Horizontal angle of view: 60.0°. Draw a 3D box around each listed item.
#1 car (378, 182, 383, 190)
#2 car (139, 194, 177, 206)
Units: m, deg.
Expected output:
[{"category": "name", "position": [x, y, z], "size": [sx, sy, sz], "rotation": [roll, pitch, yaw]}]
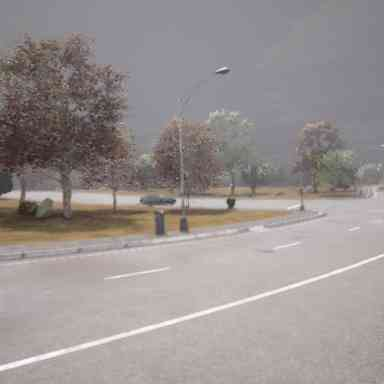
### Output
[{"category": "car", "position": [41.431, -1.308, 71.787], "size": [2.097, 1.767, 4.553], "rotation": [-1, 2, 28]}, {"category": "car", "position": [-4.613, 1.000, 44.915], "size": [5.357, 1.411, 2.033], "rotation": [1, 3, 31]}]
